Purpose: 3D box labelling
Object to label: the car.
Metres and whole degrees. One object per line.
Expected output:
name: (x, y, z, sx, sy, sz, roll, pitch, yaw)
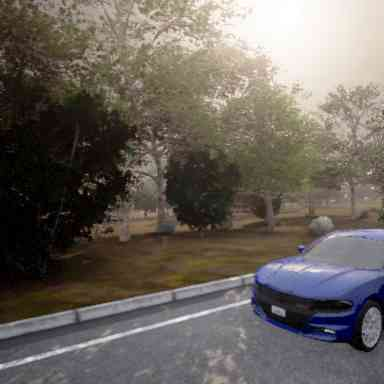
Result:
car: (3.306, 1.479, 6.350, 5.008, 1.535, 1.882, 0, 0, -35)
